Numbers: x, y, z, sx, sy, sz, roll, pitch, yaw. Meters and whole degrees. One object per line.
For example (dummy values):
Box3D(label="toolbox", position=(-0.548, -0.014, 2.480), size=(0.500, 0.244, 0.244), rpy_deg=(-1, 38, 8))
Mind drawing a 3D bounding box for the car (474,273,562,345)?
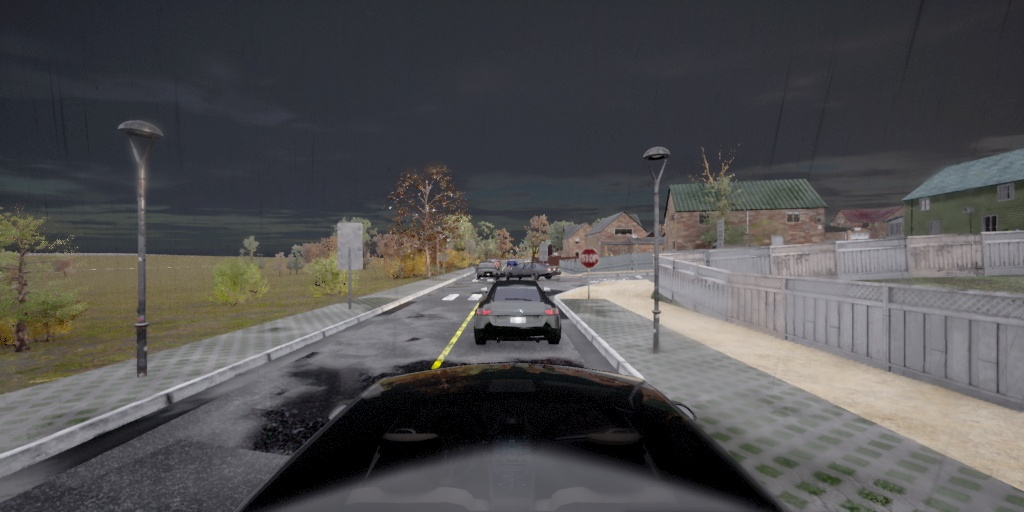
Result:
Box3D(label="car", position=(0.100, 1.313, 9.517), size=(1.994, 1.385, 4.181), rpy_deg=(0, 0, -1))

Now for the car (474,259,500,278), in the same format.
Box3D(label="car", position=(-2.258, 1.255, 31.442), size=(1.837, 1.490, 4.892), rpy_deg=(0, 0, -8))

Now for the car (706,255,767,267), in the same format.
Box3D(label="car", position=(14.382, 0.412, 22.911), size=(4.181, 1.385, 1.994), rpy_deg=(-3, 0, 16))

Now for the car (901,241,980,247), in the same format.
Box3D(label="car", position=(23.883, -0.210, 20.492), size=(4.902, 1.511, 2.128), rpy_deg=(-3, 0, 14))

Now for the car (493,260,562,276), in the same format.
Box3D(label="car", position=(1.330, 1.196, 28.532), size=(5.357, 1.411, 2.033), rpy_deg=(-4, -3, 43))

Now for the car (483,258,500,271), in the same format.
Box3D(label="car", position=(-2.860, 1.117, 51.260), size=(2.097, 1.767, 4.553), rpy_deg=(0, 0, 1))
